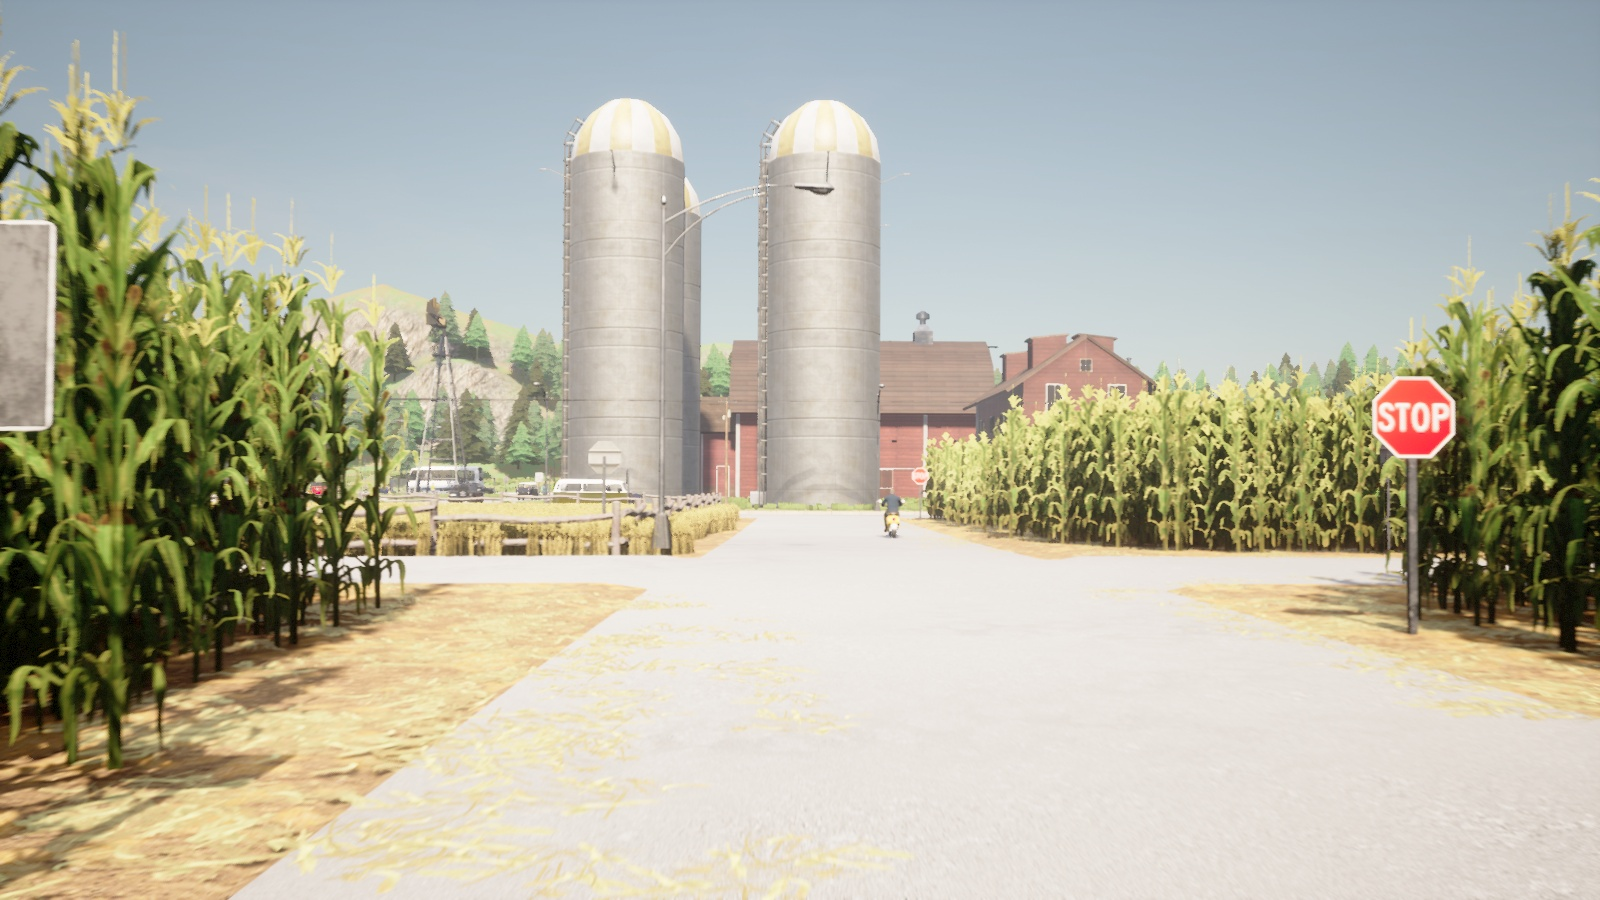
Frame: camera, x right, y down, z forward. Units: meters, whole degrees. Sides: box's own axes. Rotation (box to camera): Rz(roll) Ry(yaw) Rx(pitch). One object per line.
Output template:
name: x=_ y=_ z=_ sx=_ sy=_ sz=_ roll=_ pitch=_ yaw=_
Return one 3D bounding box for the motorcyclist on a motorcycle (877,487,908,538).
motorcyclist on a motorcycle: x=3.003 y=2.016 z=40.832 sx=0.866 sy=1.590 sz=1.817 roll=0 pitch=-2 yaw=0

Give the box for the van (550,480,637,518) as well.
van: x=-11.419 y=2.715 z=69.612 sx=4.480 sy=2.038 sz=2.069 roll=0 pitch=-2 yaw=0
